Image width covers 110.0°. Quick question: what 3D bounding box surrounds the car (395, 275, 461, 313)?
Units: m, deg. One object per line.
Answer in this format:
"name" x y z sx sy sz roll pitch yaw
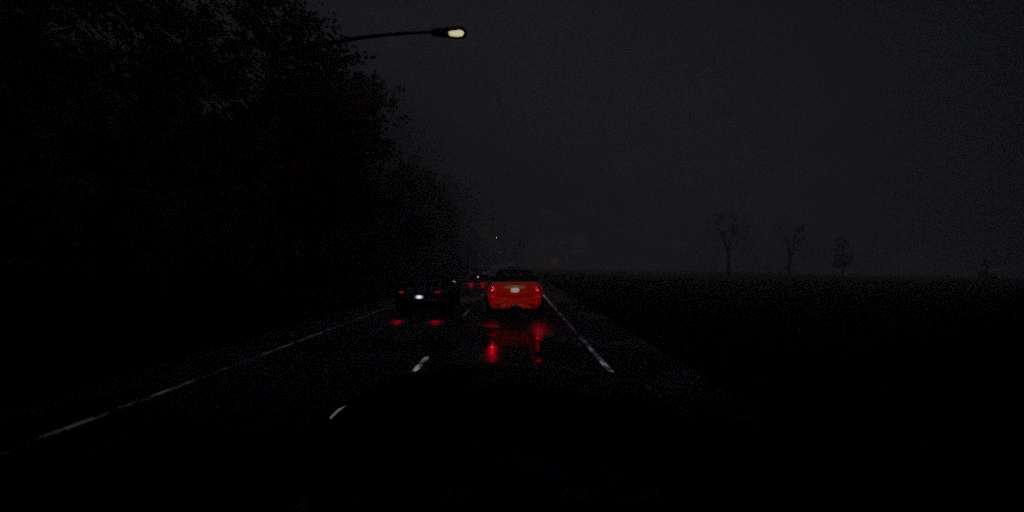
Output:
"car" -3.378 1.485 15.071 1.994 1.385 4.181 0 -1 0

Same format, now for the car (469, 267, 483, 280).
"car" -3.315 1.807 37.310 1.895 1.301 4.718 0 -1 0

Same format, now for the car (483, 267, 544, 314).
"car" 0.119 1.269 14.868 2.097 1.767 4.553 0 -1 0
